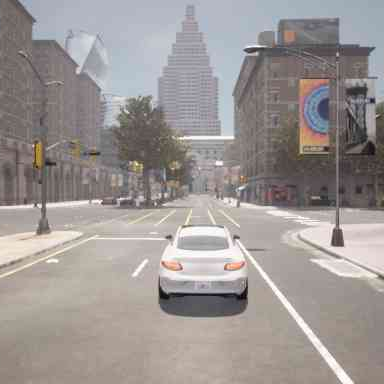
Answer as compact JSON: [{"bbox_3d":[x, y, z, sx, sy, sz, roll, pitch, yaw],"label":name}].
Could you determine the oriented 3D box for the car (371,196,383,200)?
[{"bbox_3d":[36.007,1.481,67.556,2.231,1.521,4.892,0,0,1],"label":"car"}]

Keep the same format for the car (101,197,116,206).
[{"bbox_3d":[-13.807,1.564,55.817,1.994,1.385,4.181,0,0,2],"label":"car"}]

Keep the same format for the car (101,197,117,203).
[{"bbox_3d":[-16.705,1.595,67.376,1.895,1.301,4.718,0,0,1],"label":"car"}]

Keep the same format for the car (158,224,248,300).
[{"bbox_3d":[0.266,1.526,8.303,1.812,1.442,4.674,0,0,2],"label":"car"}]

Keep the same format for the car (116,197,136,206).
[{"bbox_3d":[-10.364,1.564,53.489,1.994,1.385,4.181,0,0,1],"label":"car"}]
